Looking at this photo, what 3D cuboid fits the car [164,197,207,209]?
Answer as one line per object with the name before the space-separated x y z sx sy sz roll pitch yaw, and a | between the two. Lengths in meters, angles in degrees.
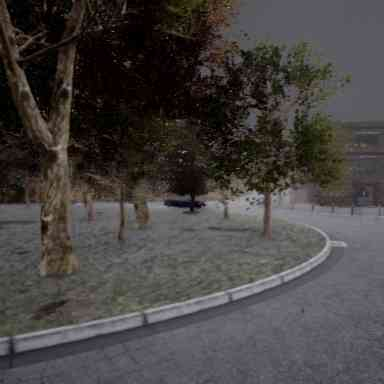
car | -0.816 1.223 36.937 4.718 1.301 1.895 1 1 31
